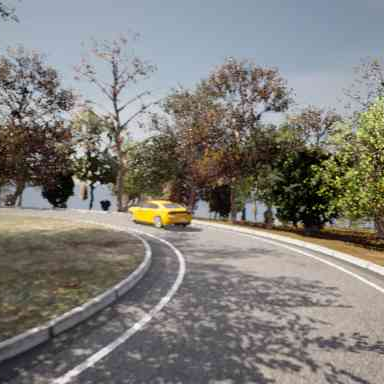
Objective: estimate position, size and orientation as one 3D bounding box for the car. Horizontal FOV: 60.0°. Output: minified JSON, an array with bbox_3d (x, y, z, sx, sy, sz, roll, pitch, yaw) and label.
[{"bbox_3d":[-2.098,1.289,20.368,1.882,1.535,5.008,3,0,-40],"label":"car"}]
